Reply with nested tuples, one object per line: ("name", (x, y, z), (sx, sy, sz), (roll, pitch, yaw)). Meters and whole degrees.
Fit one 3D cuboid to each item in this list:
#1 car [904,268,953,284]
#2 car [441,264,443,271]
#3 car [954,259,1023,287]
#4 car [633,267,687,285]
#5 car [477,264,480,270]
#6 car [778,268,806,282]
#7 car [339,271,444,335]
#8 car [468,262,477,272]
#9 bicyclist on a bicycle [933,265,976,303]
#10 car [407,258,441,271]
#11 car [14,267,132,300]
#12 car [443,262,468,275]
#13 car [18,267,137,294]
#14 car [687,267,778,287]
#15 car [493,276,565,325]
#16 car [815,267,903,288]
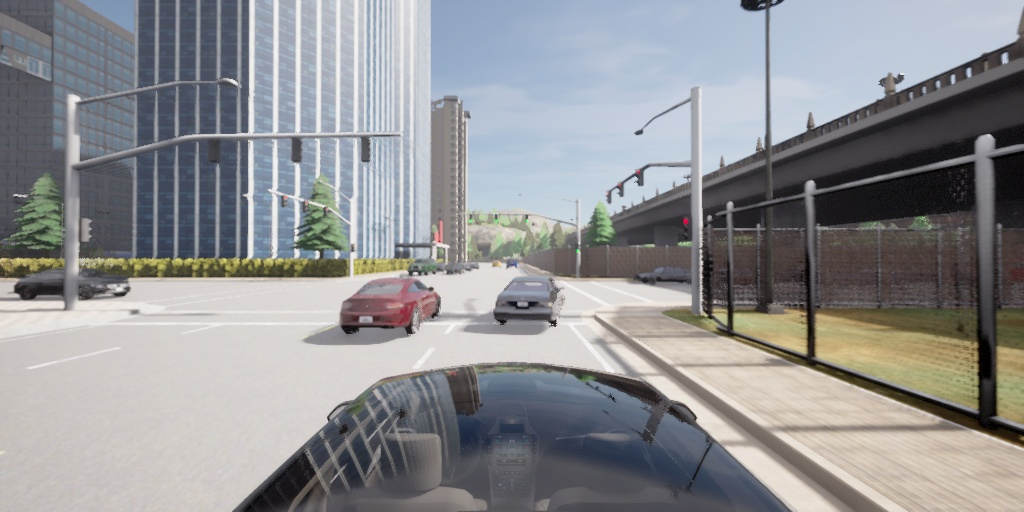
("car", (32.290, 1.622, 29.271), (4.718, 1.301, 1.895), (0, 0, 0))
("car", (-10.608, 1.696, 52.944), (2.033, 1.411, 5.357), (0, 0, 0))
("car", (35.280, 1.215, 25.780), (5.566, 2.045, 2.150), (0, 0, -1))
("car", (12.773, 1.568, 29.230), (5.357, 1.411, 2.033), (0, 0, 0))
("car", (-7.037, 1.806, 64.836), (1.994, 1.385, 4.181), (0, 0, 2))
("car", (22.363, 1.621, 29.254), (4.718, 1.301, 1.895), (0, 0, 0))
("car", (-3.415, 1.348, 10.697), (1.812, 1.442, 4.674), (0, -1, 0))
("car", (-7.102, 1.655, 54.855), (2.128, 1.511, 4.902), (0, 0, 0))
("bicyclist on a bicycle", (18.295, 1.208, 14.764), (0.582, 1.620, 1.656), (0, -1, 0))
("car", (-10.570, 1.291, 42.761), (2.150, 2.045, 5.566), (0, 0, 4))
("car", (-22.549, 1.461, 18.461), (4.674, 1.442, 1.812), (0, 0, 0))
("car", (-7.113, 1.597, 45.644), (1.837, 1.490, 4.892), (0, 0, 0))
("car", (-26.421, 1.440, 21.935), (5.008, 1.535, 1.882), (0, 0, 0))
("car", (15.711, 1.485, 25.739), (4.902, 1.511, 2.128), (0, 0, 0))
("car", (0.743, 1.384, 12.223), (2.033, 1.411, 5.357), (0, -1, 10))
("car", (24.667, 1.519, 25.750), (4.674, 1.442, 1.812), (0, 0, 0))
